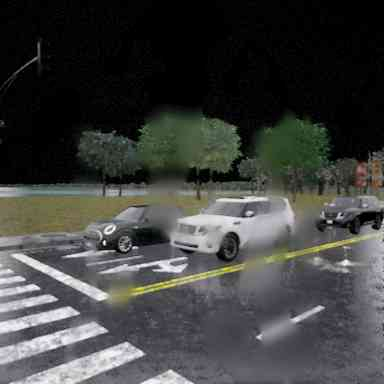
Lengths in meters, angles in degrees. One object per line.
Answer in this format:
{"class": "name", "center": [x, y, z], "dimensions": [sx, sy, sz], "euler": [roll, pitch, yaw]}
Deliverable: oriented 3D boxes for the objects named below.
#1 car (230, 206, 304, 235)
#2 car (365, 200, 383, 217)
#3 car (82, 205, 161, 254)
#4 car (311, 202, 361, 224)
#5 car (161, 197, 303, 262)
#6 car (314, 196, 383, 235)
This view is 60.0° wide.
{"class": "car", "center": [4.538, 1.597, 19.610], "dimensions": [4.718, 1.301, 1.895], "euler": [0, 0, -43]}
{"class": "car", "center": [18.855, 1.589, 32.836], "dimensions": [4.674, 1.442, 1.812], "euler": [0, 0, -45]}
{"class": "car", "center": [-2.038, 1.317, 13.479], "dimensions": [4.553, 1.767, 2.097], "euler": [0, 0, -43]}
{"class": "car", "center": [11.279, 1.553, 25.869], "dimensions": [4.674, 1.442, 1.812], "euler": [0, 0, -43]}
{"class": "car", "center": [1.790, 1.213, 12.599], "dimensions": [5.566, 2.045, 2.150], "euler": [0, 0, -43]}
{"class": "car", "center": [9.378, 1.249, 19.666], "dimensions": [5.566, 2.045, 2.150], "euler": [0, 0, -43]}
